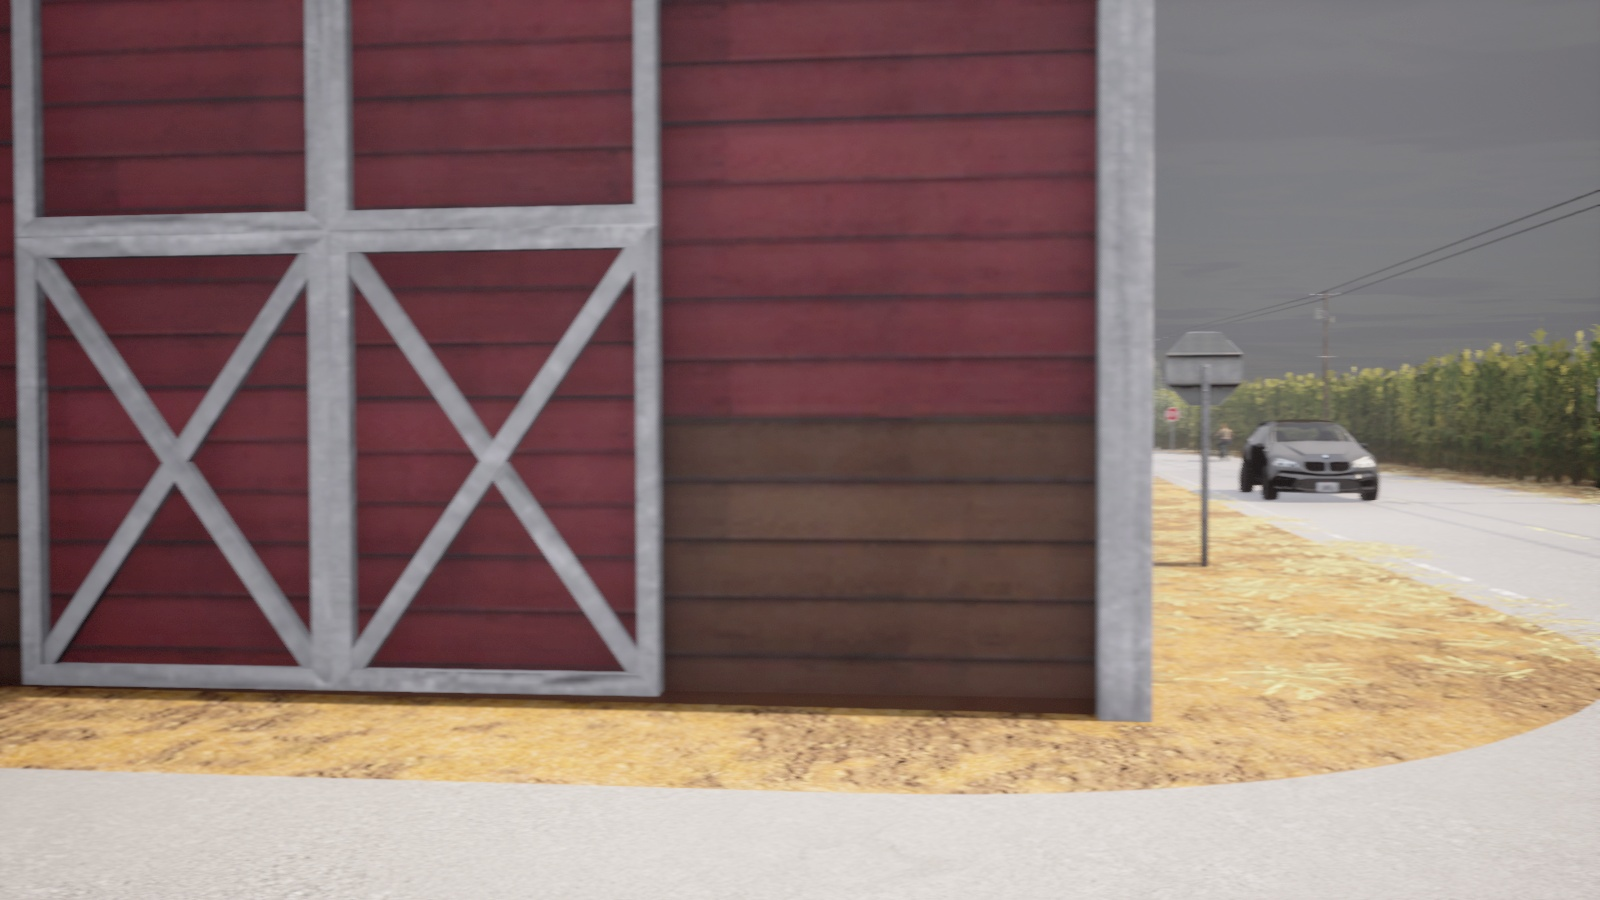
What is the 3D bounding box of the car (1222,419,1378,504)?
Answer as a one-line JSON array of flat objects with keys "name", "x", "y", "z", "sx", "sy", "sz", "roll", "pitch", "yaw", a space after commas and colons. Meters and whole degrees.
[{"name": "car", "x": 10.599, "y": 0.177, "z": 27.000, "sx": 2.242, "sy": 1.667, "sz": 4.611, "roll": 0, "pitch": 1, "yaw": 10}]
